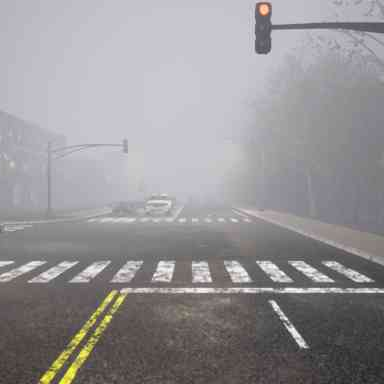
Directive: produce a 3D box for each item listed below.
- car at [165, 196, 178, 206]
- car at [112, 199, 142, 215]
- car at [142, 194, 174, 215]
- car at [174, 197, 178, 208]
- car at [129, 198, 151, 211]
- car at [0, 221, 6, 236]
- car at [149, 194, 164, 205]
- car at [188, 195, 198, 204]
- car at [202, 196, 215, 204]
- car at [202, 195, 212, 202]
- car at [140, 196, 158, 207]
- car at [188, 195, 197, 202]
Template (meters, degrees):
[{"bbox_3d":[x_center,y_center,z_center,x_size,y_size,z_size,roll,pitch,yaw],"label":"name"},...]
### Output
[{"bbox_3d":[-3.277,1.485,53.940,1.837,1.490,4.892,0,0,0],"label":"car"},{"bbox_3d":[-6.557,1.591,33.142,1.895,1.301,4.718,0,0,0],"label":"car"},{"bbox_3d":[-3.304,1.211,33.735,2.150,2.045,5.566,0,0,0],"label":"car"},{"bbox_3d":[-3.291,1.586,43.791,1.895,1.301,4.718,0,0,1],"label":"car"},{"bbox_3d":[-6.537,1.550,42.070,1.994,1.385,4.181,0,0,1],"label":"car"},{"bbox_3d":[-10.993,1.567,15.414,4.902,1.511,2.128,-2,0,18],"label":"car"},{"bbox_3d":[-6.493,1.329,61.178,2.097,1.767,4.553,0,0,0],"label":"car"},{"bbox_3d":[0.172,1.467,64.707,2.128,1.511,4.902,0,0,0],"label":"car"},{"bbox_3d":[3.423,1.576,64.722,1.895,1.301,4.718,0,0,0],"label":"car"},{"bbox_3d":[3.335,1.510,74.740,2.033,1.411,5.357,0,0,0],"label":"car"},{"bbox_3d":[-6.530,1.473,51.124,2.128,1.511,4.902,0,0,0],"label":"car"},{"bbox_3d":[0.087,1.447,75.017,1.882,1.535,5.008,0,0,0],"label":"car"}]
